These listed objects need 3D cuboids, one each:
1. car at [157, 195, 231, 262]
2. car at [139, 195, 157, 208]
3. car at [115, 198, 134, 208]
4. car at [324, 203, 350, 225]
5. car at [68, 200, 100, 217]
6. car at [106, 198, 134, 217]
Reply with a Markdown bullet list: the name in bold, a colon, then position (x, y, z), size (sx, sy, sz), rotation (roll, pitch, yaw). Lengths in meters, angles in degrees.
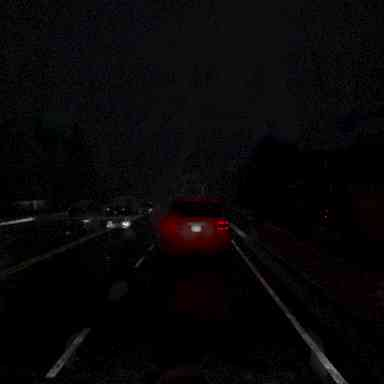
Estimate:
- **car**: position (0.230, 1.232, 12.408), size (2.150, 2.045, 5.566), rotation (0, -1, 2)
- **car**: position (-6.738, 1.576, 49.982), size (1.837, 1.490, 4.892), rotation (0, 0, 1)
- **car**: position (-10.230, 1.634, 50.398), size (1.994, 1.385, 4.181), rotation (0, 0, 1)
- **car**: position (11.988, 1.513, 23.609), size (4.892, 1.490, 1.837), rotation (0, -1, 4)
- **car**: position (-10.382, 1.518, 32.249), size (1.882, 1.535, 5.008), rotation (0, 0, 0)
- **car**: position (-6.876, 1.570, 32.274), size (1.812, 1.442, 4.674), rotation (0, 0, 0)
